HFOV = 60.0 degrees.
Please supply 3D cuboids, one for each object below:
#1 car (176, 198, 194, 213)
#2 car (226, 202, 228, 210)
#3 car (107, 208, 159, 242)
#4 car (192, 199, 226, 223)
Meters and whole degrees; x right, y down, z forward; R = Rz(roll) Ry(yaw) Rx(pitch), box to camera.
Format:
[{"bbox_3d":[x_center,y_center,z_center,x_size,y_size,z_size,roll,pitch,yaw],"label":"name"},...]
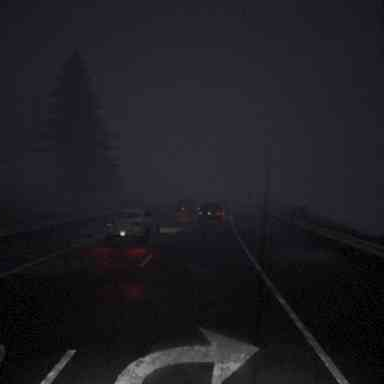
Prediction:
[{"bbox_3d":[-0.607,1.506,37.940,1.837,1.490,4.892,0,0,8],"label":"car"},{"bbox_3d":[3.636,1.607,42.673,1.895,1.301,4.718,0,0,9],"label":"car"},{"bbox_3d":[-2.795,1.524,16.408,1.812,1.442,4.674,0,0,3],"label":"car"},{"bbox_3d":[1.449,1.550,25.802,2.033,1.411,5.357,0,0,6],"label":"car"}]
